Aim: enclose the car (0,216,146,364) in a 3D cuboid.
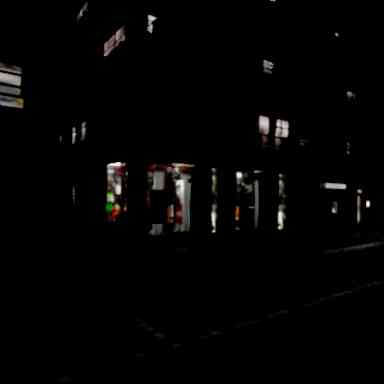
[{"bbox_3d":[-3.030,1.315,4.376,5.009,1.841,2.192,1,1,-36],"label":"car"}]
